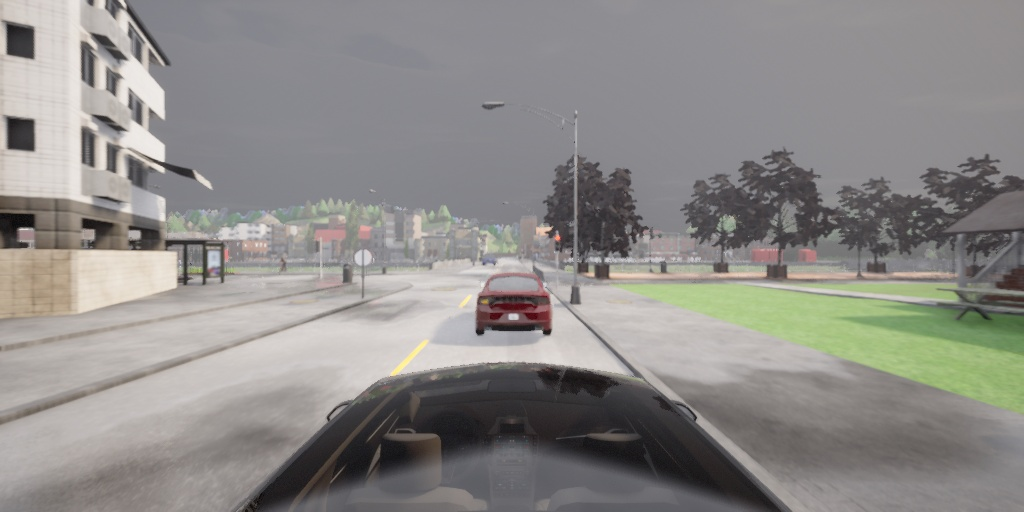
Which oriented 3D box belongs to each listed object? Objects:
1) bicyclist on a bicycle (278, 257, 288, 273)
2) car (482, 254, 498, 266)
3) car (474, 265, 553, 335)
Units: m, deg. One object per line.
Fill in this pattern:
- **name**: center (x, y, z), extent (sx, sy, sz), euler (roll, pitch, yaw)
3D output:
- **bicyclist on a bicycle**: center (-24.024, 0.948, 37.591), extent (0.582, 1.620, 1.656), euler (0, 1, 0)
- **car**: center (-4.016, 0.710, 62.860), extent (2.150, 2.045, 5.566), euler (0, 0, 1)
- **car**: center (0.053, 1.191, 10.403), extent (1.882, 1.535, 5.008), euler (0, 0, 0)
